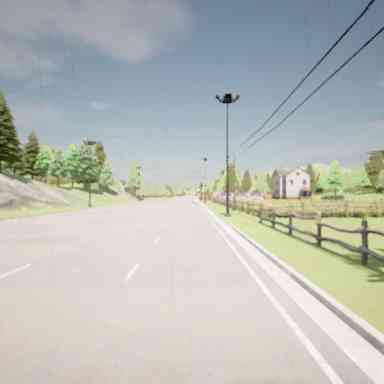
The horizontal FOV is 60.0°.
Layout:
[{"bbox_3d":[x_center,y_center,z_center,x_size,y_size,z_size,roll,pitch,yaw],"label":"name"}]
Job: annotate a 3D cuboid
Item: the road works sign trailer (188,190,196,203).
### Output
[{"bbox_3d":[-0.078,1.342,94.388,2.380,3.560,2.880,0,-1,0],"label":"road works sign trailer"}]
